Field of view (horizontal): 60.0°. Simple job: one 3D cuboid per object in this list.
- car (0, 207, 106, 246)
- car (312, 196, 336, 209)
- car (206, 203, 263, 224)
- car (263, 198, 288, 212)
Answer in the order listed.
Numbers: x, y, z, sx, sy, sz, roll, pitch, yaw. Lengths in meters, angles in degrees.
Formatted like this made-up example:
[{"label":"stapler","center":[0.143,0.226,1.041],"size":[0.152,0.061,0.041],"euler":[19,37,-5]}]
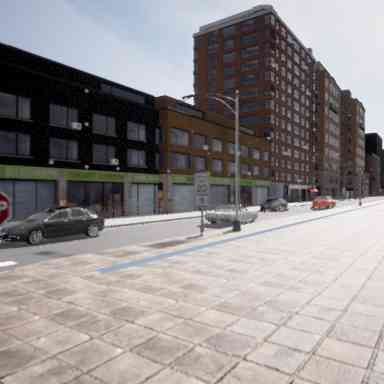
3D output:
[{"label":"car","center":[-6.313,1.474,15.474],"size":[1.837,1.490,4.892],"euler":[0,0,36]},{"label":"car","center":[17.359,1.266,43.570],"size":[2.097,1.767,4.553],"euler":[0,0,36]},{"label":"car","center":[2.978,1.556,23.428],"size":[1.895,1.301,4.718],"euler":[0,0,36]},{"label":"car","center":[9.239,1.427,37.205],"size":[1.837,1.490,4.892],"euler":[0,0,36]}]
